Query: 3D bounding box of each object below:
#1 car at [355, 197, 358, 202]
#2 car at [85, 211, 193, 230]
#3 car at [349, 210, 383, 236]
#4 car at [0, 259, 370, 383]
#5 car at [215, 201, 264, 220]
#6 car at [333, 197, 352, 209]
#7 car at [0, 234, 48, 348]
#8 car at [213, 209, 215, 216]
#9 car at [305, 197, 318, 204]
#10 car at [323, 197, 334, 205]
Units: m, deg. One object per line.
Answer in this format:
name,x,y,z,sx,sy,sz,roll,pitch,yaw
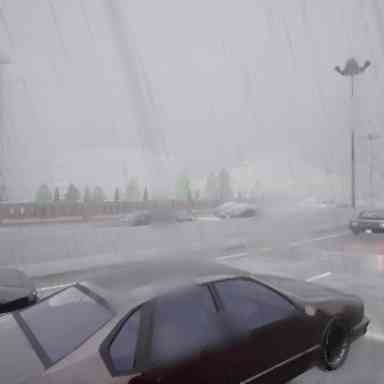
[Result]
car,40.683,1.824,83.746,1.994,1.385,4.181,-1,-1,27
car,-2.283,1.603,15.783,5.357,1.411,2.033,0,0,-41
car,10.095,1.615,17.714,1.895,1.301,4.718,0,0,44
car,-0.037,1.558,3.887,5.357,1.411,2.033,0,0,-37
car,4.239,1.608,27.171,1.812,1.442,4.674,0,0,41
car,21.453,1.629,46.807,1.812,1.442,4.674,-1,0,28
car,-5.044,1.578,4.536,5.357,1.411,2.033,0,0,-35
car,3.934,1.637,32.239,1.812,1.442,4.674,0,0,38
car,24.083,1.726,66.920,1.812,1.442,4.674,-1,0,27
car,25.978,1.644,62.977,1.882,1.535,5.008,-1,0,28
